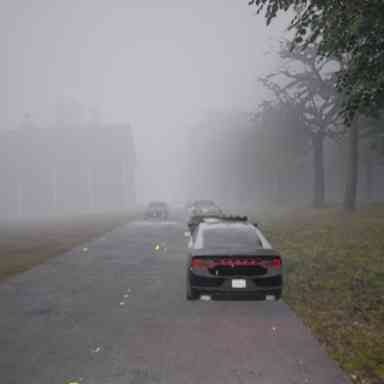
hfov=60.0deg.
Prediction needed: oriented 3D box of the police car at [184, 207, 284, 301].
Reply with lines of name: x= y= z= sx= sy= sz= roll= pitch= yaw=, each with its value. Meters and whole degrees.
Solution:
police car: x=0.824 y=1.400 z=8.433 sx=1.930 sy=1.638 sz=5.238 roll=0 pitch=0 yaw=0

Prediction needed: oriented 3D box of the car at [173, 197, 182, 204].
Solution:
car: x=-2.764 y=1.764 z=67.743 sx=2.128 sy=1.511 sz=4.902 roll=0 pitch=-1 yaw=0

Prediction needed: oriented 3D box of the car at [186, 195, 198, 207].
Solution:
car: x=0.823 y=1.343 z=24.299 sx=2.097 sy=1.767 sz=4.553 roll=0 pitch=0 yaw=0

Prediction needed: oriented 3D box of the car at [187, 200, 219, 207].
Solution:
car: x=0.824 y=1.453 z=18.326 sx=1.882 sy=1.535 sz=5.008 roll=0 pitch=0 yaw=0

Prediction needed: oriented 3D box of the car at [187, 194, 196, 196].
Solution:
car: x=-0.002 y=1.417 z=62.353 sx=2.150 sy=2.045 sz=5.566 roll=0 pitch=-1 yaw=0

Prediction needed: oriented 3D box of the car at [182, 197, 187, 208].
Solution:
car: x=0.025 y=1.631 z=45.698 sx=2.033 sy=1.411 sz=5.357 roll=0 pitch=0 yaw=1

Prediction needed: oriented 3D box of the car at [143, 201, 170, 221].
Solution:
car: x=-2.850 y=1.508 z=27.591 sx=1.837 sy=1.490 sz=4.892 roll=0 pitch=0 yaw=0
